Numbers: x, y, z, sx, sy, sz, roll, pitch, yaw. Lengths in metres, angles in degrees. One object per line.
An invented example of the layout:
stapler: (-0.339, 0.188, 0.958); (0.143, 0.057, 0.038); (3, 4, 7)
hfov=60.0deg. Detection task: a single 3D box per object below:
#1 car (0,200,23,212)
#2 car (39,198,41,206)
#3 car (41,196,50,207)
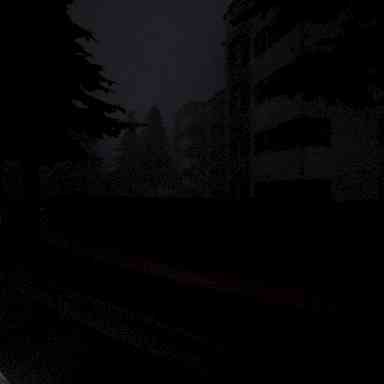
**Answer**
car: (-20.841, 1.562, 38.394); (1.994, 1.385, 4.181); (0, 0, 1)
car: (-23.072, 1.547, 50.517); (2.033, 1.411, 5.357); (0, 0, 14)
car: (-19.721, 1.353, 49.793); (2.097, 1.767, 4.553); (0, 0, 16)
